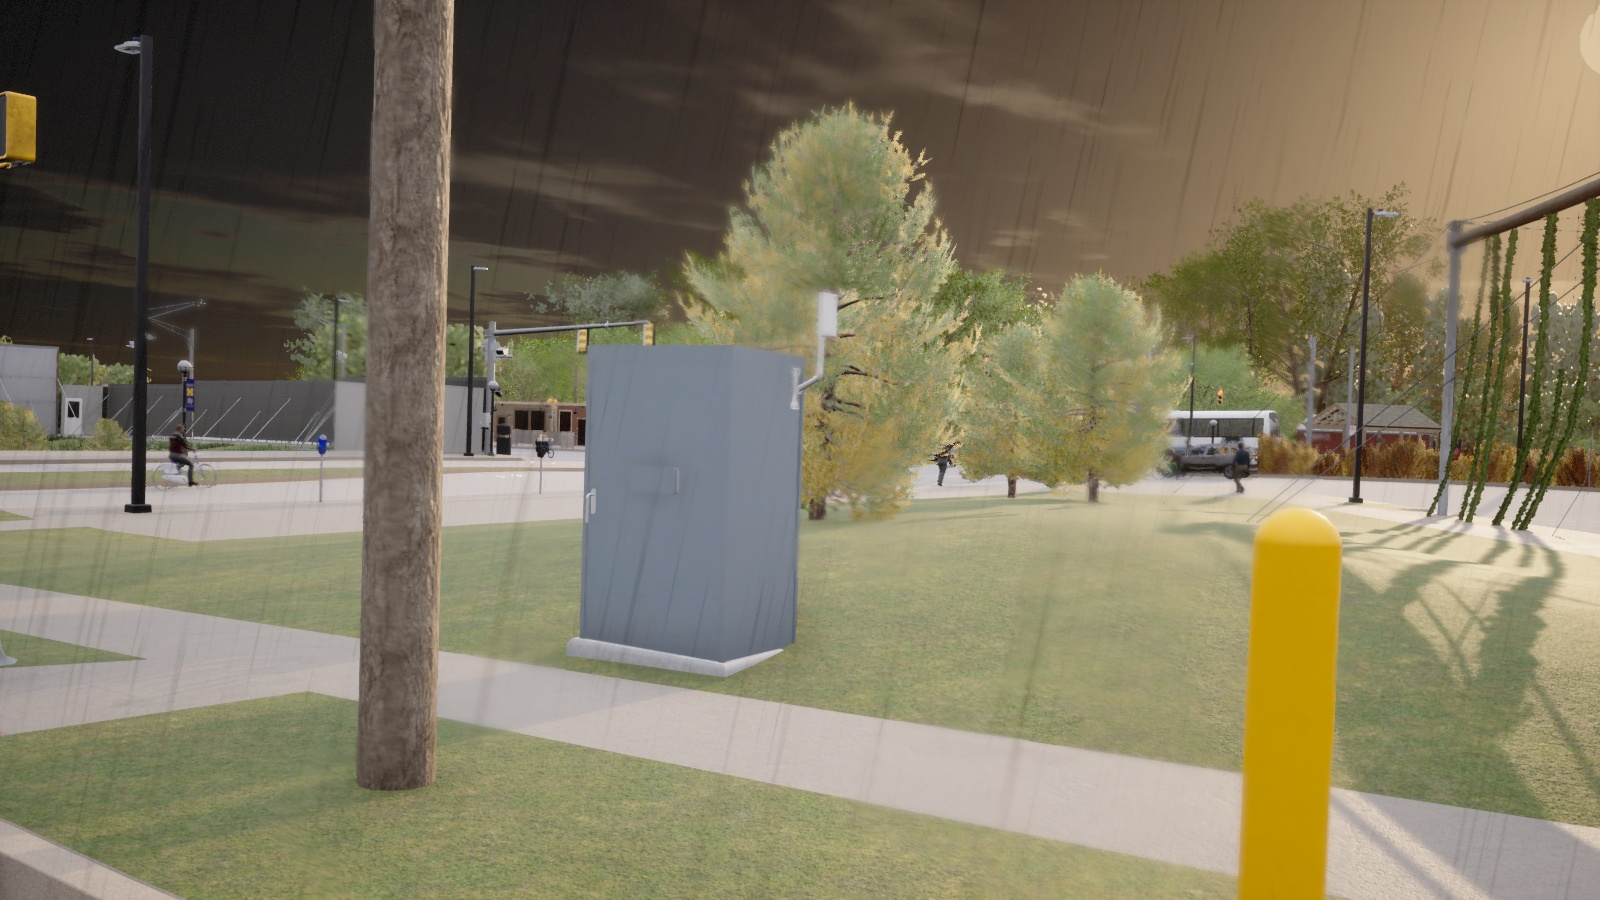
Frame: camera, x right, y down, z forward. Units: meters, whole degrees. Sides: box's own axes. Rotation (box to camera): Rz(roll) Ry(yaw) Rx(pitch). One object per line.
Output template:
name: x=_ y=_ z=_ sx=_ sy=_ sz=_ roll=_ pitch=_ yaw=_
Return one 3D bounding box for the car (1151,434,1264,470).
car: x=19.302 y=0.091 z=59.530 sx=4.611 sy=1.667 sz=2.242 roll=0 pitch=1 yaw=34

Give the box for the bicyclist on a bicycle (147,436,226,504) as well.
bicyclist on a bicycle: x=-16.396 y=0.508 z=33.622 sx=0.659 sy=1.776 sz=1.843 roll=1 pitch=1 yaw=30

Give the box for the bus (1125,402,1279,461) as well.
bus: x=29.916 y=-1.316 z=93.706 sx=10.273 sy=4.253 sz=3.944 roll=0 pitch=1 yaw=35

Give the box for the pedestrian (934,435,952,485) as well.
pedestrian: x=5.600 y=0.382 z=49.154 sx=0.402 sy=1.930 sz=0.666 roll=2 pitch=2 yaw=30

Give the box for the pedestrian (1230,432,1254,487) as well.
pedestrian: x=15.088 y=0.310 z=42.865 sx=0.370 sy=1.835 sz=0.726 roll=0 pitch=2 yaw=-17
